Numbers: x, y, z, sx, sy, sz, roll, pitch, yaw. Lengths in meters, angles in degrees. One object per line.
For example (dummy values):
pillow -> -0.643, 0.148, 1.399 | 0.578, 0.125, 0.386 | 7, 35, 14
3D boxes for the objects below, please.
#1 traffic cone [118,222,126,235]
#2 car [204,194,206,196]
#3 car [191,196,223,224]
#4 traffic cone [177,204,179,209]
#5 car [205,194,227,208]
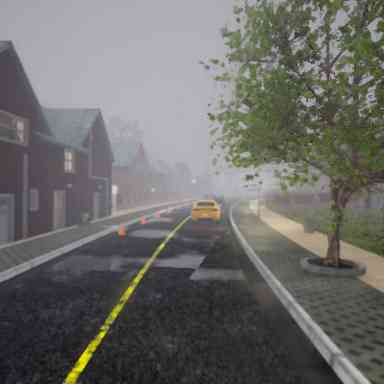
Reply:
traffic cone -> -3.507, 1.811, 16.592 | 0.340, 0.580, 0.340 | 0, 1, 3
car -> 2.415, 1.044, 47.190 | 2.128, 1.511, 4.902 | 0, 1, 8
car -> 1.040, 1.304, 23.617 | 1.882, 1.535, 5.008 | 0, 1, 5
traffic cone -> -1.516, 1.626, 36.694 | 0.340, 0.580, 0.340 | 0, 1, 8
car -> 3.325, 1.131, 41.687 | 2.128, 1.511, 4.902 | 0, 1, 9
